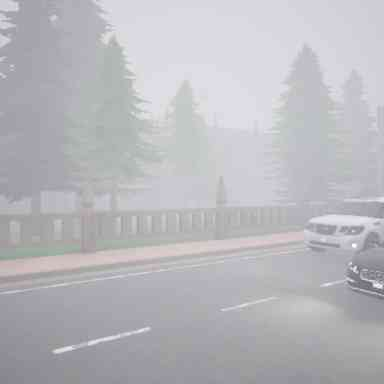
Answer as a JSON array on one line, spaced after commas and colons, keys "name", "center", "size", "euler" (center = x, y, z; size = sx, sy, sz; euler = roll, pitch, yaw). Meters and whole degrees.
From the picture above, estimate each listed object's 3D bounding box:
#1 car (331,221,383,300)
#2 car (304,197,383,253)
[{"name": "car", "center": [5.516, 1.505, 7.552], "size": [4.892, 1.490, 1.837], "euler": [0, 0, -33]}, {"name": "car", "center": [6.649, 1.221, 12.466], "size": [5.566, 2.045, 2.150], "euler": [0, 0, -33]}]
